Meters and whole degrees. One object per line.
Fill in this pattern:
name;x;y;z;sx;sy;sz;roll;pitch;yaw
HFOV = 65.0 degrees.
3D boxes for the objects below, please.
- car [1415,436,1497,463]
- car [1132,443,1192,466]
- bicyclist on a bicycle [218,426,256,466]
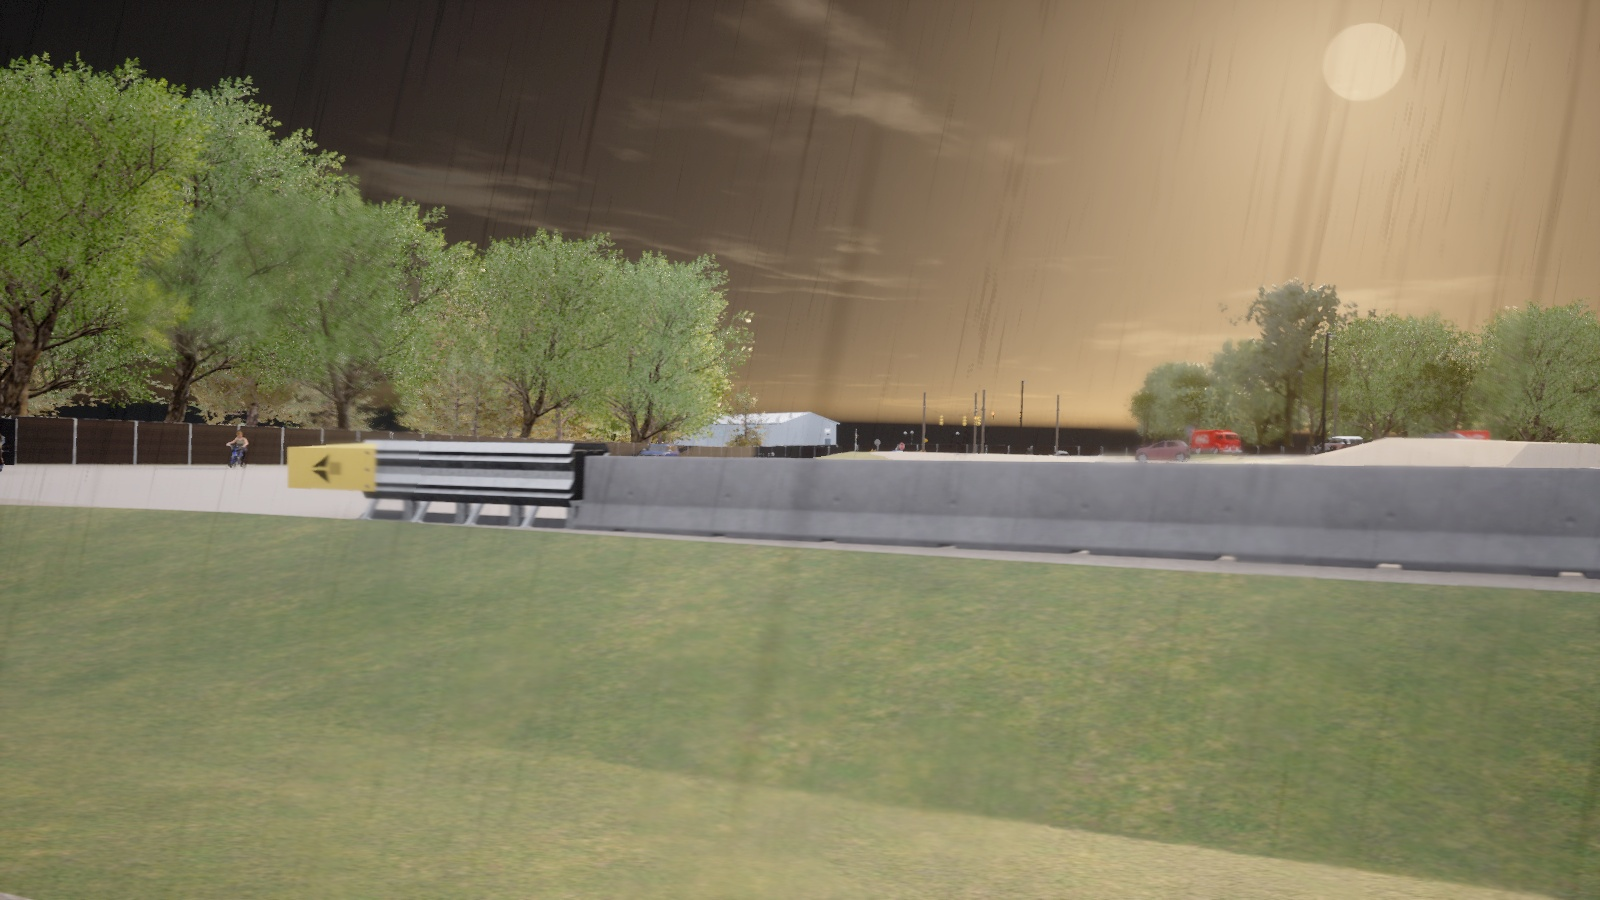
car;44.992;-0.033;86.188;2.097;1.767;4.553;0;-1;-41
car;24.558;0.337;85.210;3.633;1.501;1.845;-1;-1;26
bicyclist on a bicycle;-23.828;-0.174;53.160;0.866;1.612;1.509;3;0;0
